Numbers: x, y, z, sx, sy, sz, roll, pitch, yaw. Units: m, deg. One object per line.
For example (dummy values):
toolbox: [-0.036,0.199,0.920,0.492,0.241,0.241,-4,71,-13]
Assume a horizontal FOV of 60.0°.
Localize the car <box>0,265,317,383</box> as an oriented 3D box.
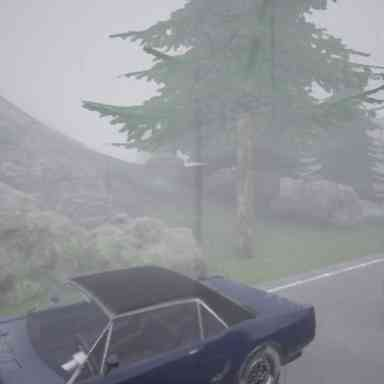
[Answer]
car: [-0.922,1.577,3.339,4.718,1.301,1.895,-1,1,-35]
